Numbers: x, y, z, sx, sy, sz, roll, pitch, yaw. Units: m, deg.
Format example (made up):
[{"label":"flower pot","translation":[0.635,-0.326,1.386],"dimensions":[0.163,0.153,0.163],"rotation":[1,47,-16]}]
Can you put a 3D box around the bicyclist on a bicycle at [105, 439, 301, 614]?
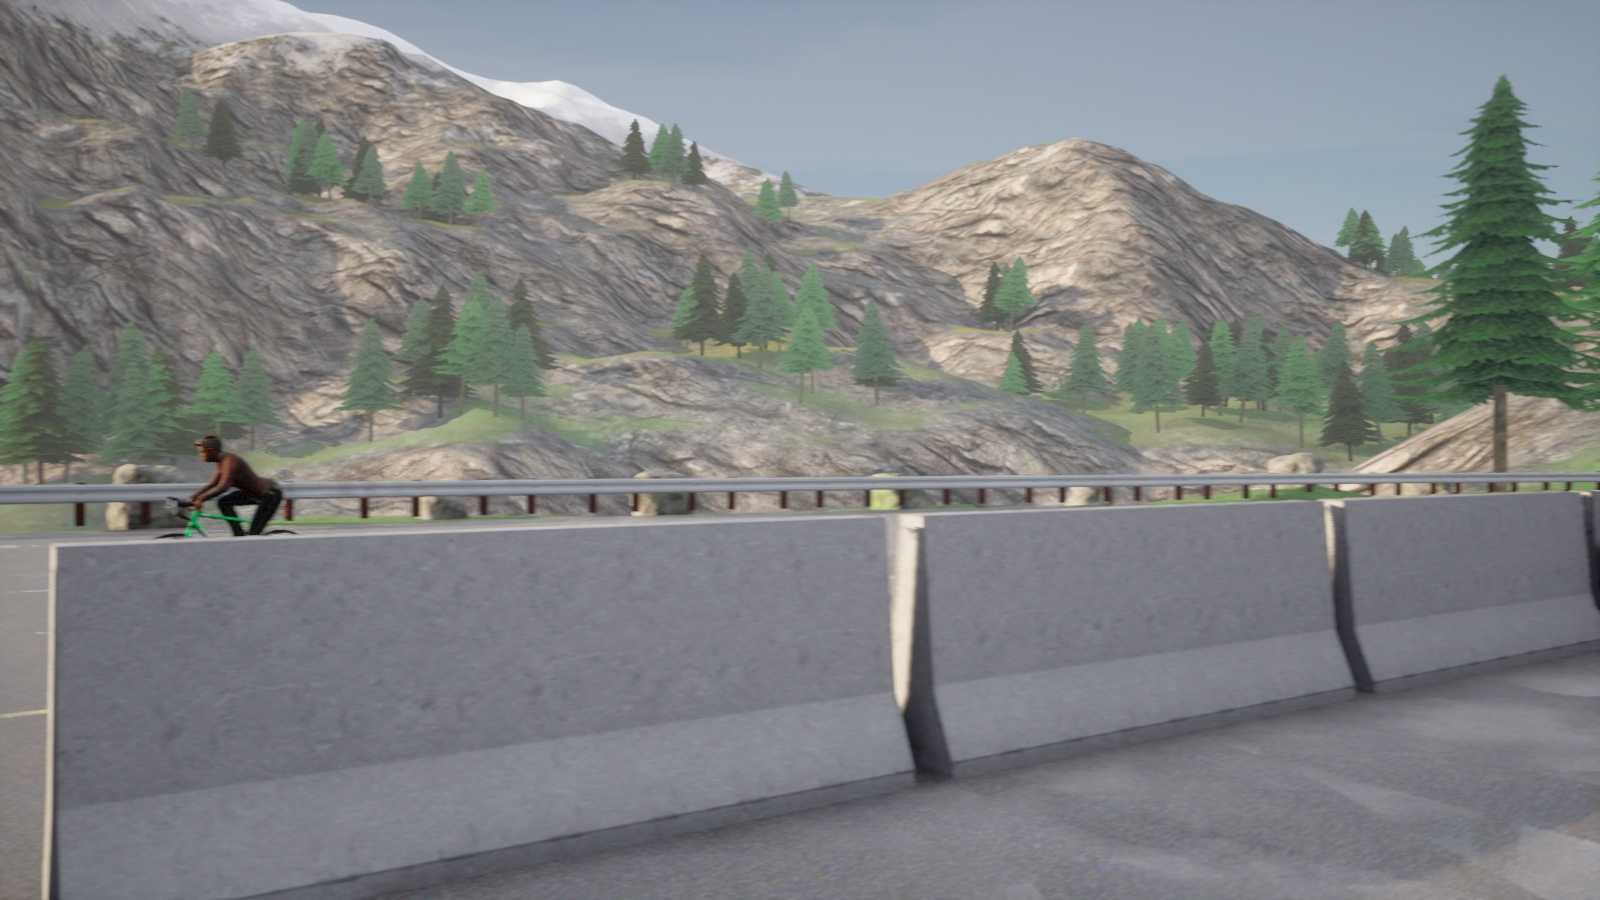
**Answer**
[{"label":"bicyclist on a bicycle","translation":[-5.843,0.704,12.325],"dimensions":[1.656,1.620,0.582],"rotation":[-1,0,-34]}]
